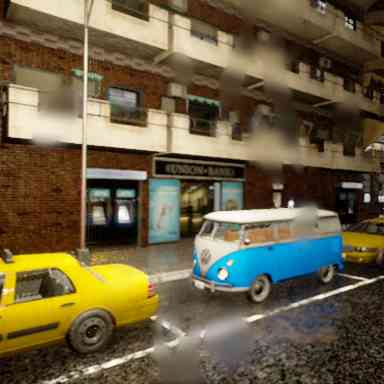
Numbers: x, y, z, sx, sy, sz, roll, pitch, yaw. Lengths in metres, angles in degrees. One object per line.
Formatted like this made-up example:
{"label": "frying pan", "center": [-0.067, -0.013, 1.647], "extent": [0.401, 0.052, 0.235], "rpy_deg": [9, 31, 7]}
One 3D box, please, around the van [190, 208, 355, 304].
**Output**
{"label": "van", "center": [1.869, 1.310, 7.834], "extent": [3.998, 1.788, 1.690], "rpy_deg": [0, 1, -35]}

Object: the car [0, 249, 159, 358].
{"label": "car", "center": [-2.810, 1.525, 4.549], "extent": [4.829, 1.417, 1.752], "rpy_deg": [0, 1, -35]}

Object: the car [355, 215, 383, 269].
{"label": "car", "center": [6.250, 1.466, 10.950], "extent": [4.829, 1.417, 1.752], "rpy_deg": [0, 1, -35]}
